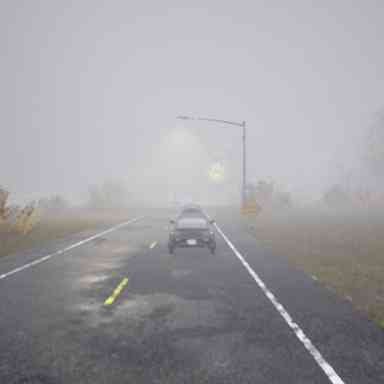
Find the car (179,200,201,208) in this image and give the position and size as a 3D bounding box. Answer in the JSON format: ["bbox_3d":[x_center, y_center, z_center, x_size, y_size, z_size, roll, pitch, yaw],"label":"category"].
[{"bbox_3d":[0.007,1.777,29.287,1.837,1.490,4.892,0,0,0],"label":"car"}]

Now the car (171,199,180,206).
[{"bbox_3d":[-3.495,2.177,71.819,2.033,1.411,5.357,0,0,0],"label":"car"}]

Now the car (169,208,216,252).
[{"bbox_3d":[0.006,1.660,14.357,1.812,1.442,4.674,0,0,0],"label":"car"}]

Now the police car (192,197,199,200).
[{"bbox_3d":[1.056,2.263,95.722,1.930,1.638,5.238,0,0,0],"label":"police car"}]

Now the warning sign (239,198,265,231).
[{"bbox_3d":[3.538,1.298,19.625,1.300,1.860,1.060,-1,-1,0],"label":"warning sign"}]
